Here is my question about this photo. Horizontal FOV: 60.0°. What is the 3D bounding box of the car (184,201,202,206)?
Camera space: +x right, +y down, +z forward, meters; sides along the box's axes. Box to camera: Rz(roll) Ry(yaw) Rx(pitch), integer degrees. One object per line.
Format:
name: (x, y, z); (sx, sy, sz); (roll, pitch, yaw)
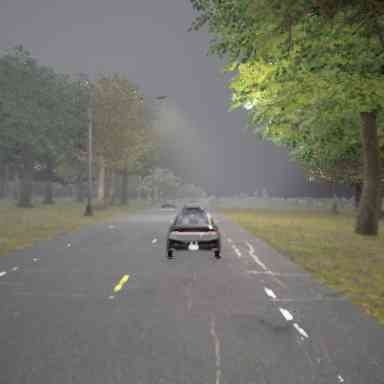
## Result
car: (0.072, 1.560, 27.980); (1.837, 1.490, 4.892); (0, 0, 0)

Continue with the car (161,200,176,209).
car: (-3.567, 1.850, 51.017); (1.994, 1.385, 4.181); (0, -1, 0)

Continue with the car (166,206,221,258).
car: (0.068, 1.517, 12.809); (2.128, 1.511, 4.902); (0, 0, 0)
